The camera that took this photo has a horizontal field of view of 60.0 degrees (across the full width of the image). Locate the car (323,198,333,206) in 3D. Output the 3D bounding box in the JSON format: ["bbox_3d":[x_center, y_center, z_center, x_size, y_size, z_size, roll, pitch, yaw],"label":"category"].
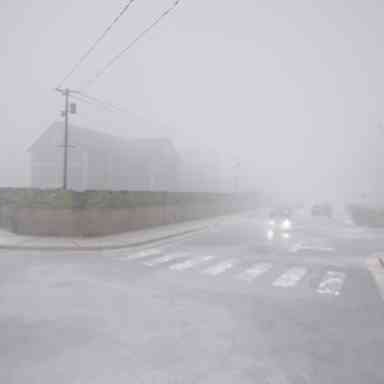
[{"bbox_3d":[29.081,2.155,71.110,1.812,1.442,4.674,1,0,23],"label":"car"}]

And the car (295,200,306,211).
[{"bbox_3d":[15.731,1.877,48.796,2.033,1.411,5.357,1,0,23],"label":"car"}]

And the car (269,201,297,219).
[{"bbox_3d":[8.889,1.863,33.054,1.895,1.301,4.718,1,0,23],"label":"car"}]

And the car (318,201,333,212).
[{"bbox_3d":[19.811,2.080,49.244,1.994,1.385,4.181,1,0,24],"label":"car"}]

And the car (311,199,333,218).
[{"bbox_3d":[13.507,1.865,34.631,2.128,1.511,4.902,1,0,24],"label":"car"}]

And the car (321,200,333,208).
[{"bbox_3d":[25.004,2.184,61.584,2.033,1.411,5.357,1,0,23],"label":"car"}]
